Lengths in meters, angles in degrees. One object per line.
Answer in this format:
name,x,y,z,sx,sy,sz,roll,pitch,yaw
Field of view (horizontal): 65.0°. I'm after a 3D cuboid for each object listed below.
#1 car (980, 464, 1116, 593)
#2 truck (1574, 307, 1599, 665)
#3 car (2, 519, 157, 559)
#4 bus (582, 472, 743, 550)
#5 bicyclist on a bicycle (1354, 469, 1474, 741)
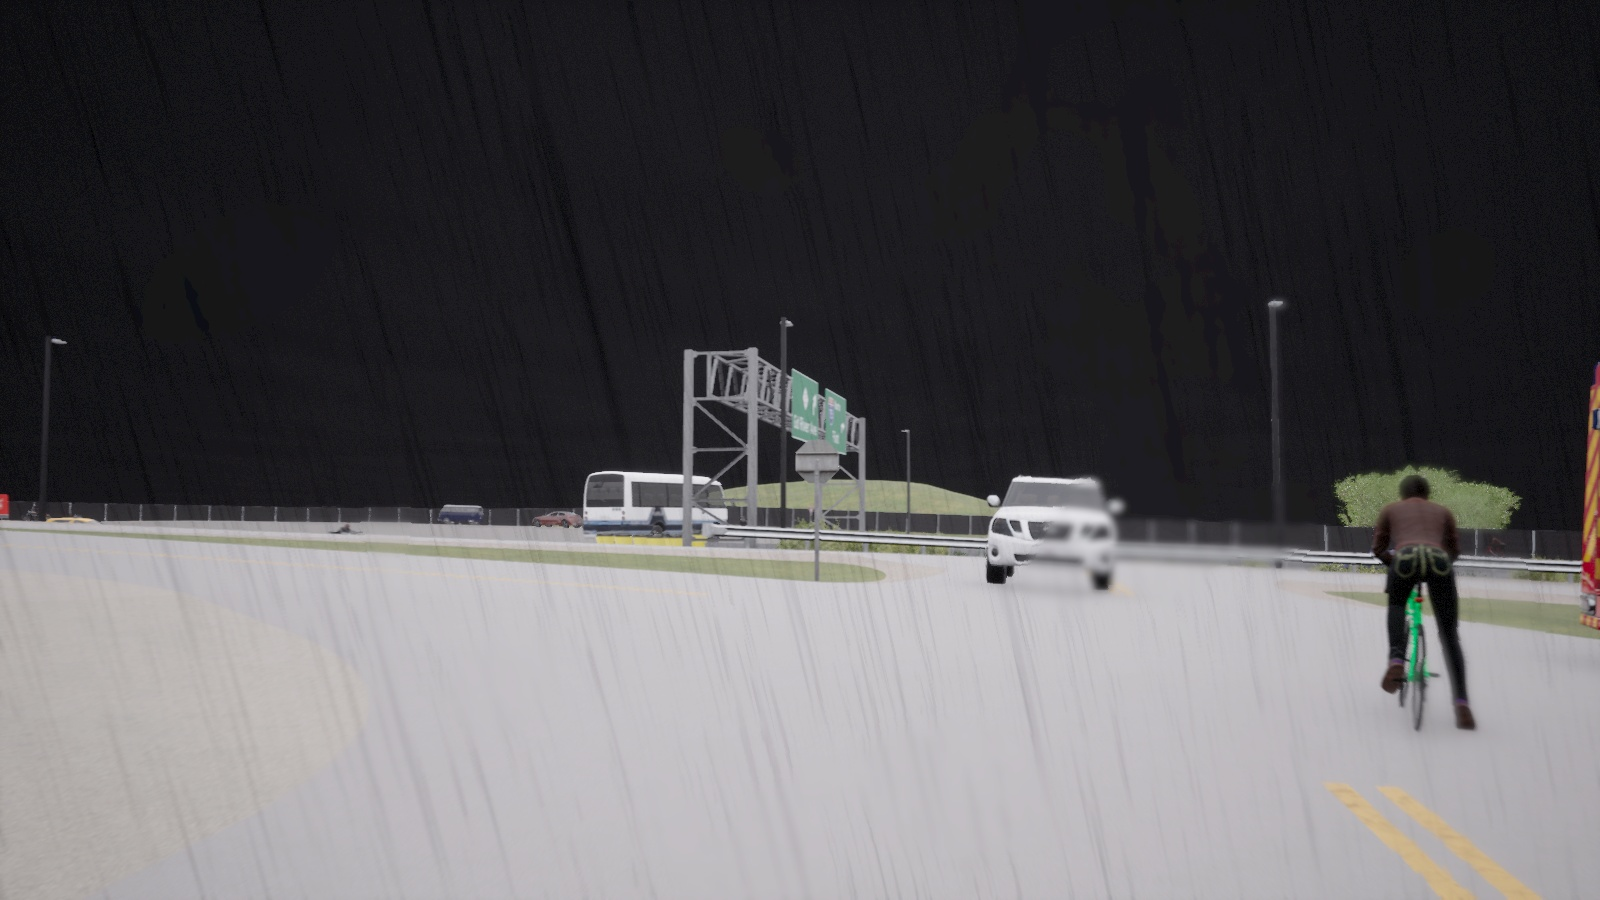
car,4.749,1.464,23.833,2.150,2.045,5.566,3,-3,12
truck,12.253,0.479,11.391,8.468,3.827,2.891,3,-3,24
car,-30.431,3.768,53.184,5.366,1.575,1.801,2,-3,-8
bus,-7.886,3.629,74.039,3.944,4.253,10.273,-2,-4,31
bicyclist on a bicycle,4.083,0.964,8.434,0.582,1.620,1.656,1,-2,22
